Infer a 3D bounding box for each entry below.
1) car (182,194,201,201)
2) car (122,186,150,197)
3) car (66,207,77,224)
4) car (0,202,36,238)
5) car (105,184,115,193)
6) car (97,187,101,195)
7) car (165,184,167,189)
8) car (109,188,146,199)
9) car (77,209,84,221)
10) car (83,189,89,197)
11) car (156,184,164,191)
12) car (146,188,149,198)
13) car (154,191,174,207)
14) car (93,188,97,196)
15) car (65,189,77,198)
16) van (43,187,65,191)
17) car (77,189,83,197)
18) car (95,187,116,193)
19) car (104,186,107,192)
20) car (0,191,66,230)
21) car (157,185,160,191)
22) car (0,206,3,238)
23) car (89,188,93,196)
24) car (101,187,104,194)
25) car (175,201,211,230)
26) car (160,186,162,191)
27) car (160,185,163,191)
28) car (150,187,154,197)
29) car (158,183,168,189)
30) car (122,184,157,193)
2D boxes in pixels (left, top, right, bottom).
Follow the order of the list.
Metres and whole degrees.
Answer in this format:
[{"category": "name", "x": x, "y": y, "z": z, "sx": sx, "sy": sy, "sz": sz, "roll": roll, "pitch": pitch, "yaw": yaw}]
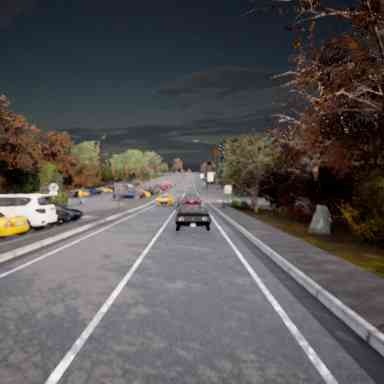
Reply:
[{"category": "car", "x": -0.026, "y": 0.988, "z": 37.076, "sx": 2.097, "sy": 1.767, "sz": 4.553, "roll": 0, "pitch": 1, "yaw": 0}, {"category": "car", "x": -10.271, "y": 0.242, "z": 58.751, "sx": 4.553, "sy": 1.767, "sz": 2.185, "roll": 0, "pitch": 1, "yaw": 0}, {"category": "car", "x": -10.129, "y": 1.372, "z": 20.601, "sx": 5.008, "sy": 1.535, "sz": 2.097, "roll": 0, "pitch": 0, "yaw": 0}, {"category": "car", "x": -10.330, "y": 1.395, "z": 15.050, "sx": 5.366, "sy": 1.575, "sz": 1.946, "roll": 0, "pitch": 0, "yaw": 0}, {"category": "car", "x": -23.008, "y": -0.484, "z": 86.492, "sx": 5.366, "sy": 1.575, "sz": 1.946, "roll": 0, "pitch": 3, "yaw": 0}, {"category": "car", "x": -23.252, "y": 0.062, "z": 72.561, "sx": 5.008, "sy": 1.535, "sz": 2.097, "roll": 0, "pitch": 2, "yaw": 0}, {"category": "car", "x": -10.082, "y": -0.762, "z": 92.175, "sx": 5.008, "sy": 1.535, "sz": 2.097, "roll": 0, "pitch": 3, "yaw": 0}, {"category": "car", "x": -10.236, "y": 0.465, "z": 53.184, "sx": 4.792, "sy": 1.488, "sz": 2.163, "roll": 0, "pitch": 1, "yaw": 0}, {"category": "car", "x": -10.084, "y": 1.389, "z": 23.378, "sx": 4.792, "sy": 1.488, "sz": 2.163, "roll": 0, "pitch": 0, "yaw": 0}, {"category": "car", "x": -23.480, "y": 0.269, "z": 64.322, "sx": 5.366, "sy": 1.575, "sz": 1.946, "roll": 0, "pitch": 1, "yaw": 0}, {"category": "car", "x": -10.157, "y": -0.482, "z": 83.823, "sx": 4.553, "sy": 1.767, "sz": 2.185, "roll": 0, "pitch": 3, "yaw": 0}, {"category": "car", "x": -10.282, "y": 0.432, "z": 55.968, "sx": 4.792, "sy": 1.488, "sz": 2.163, "roll": 0, "pitch": 1, "yaw": 0}, {"category": "car", "x": -3.452, "y": 1.038, "z": 43.266, "sx": 1.882, "sy": 1.535, "sz": 5.008, "roll": 0, "pitch": 1, "yaw": 0}, {"category": "car", "x": -23.241, "y": 0.175, "z": 69.772, "sx": 4.792, "sy": 1.488, "sz": 2.163, "roll": 0, "pitch": 1, "yaw": 0}, {"category": "car", "x": -23.324, "y": 0.406, "z": 58.619, "sx": 4.674, "sy": 1.452, "sz": 2.002, "roll": 0, "pitch": 1, "yaw": 0}, {"category": "van", "x": -23.219, "y": 0.208, "z": 53.157, "sx": 4.442, "sy": 1.987, "sz": 1.878, "roll": 1, "pitch": 1, "yaw": 0}, {"category": "car", "x": -23.336, "y": 0.353, "z": 61.530, "sx": 4.792, "sy": 1.488, "sz": 2.163, "roll": 0, "pitch": 1, "yaw": 0}, {"category": "car", "x": -23.187, "y": -0.615, "z": 89.279, "sx": 5.008, "sy": 1.535, "sz": 2.097, "roll": 0, "pitch": 3, "yaw": 0}, {"category": "car", "x": -23.225, "y": -0.133, "z": 78.266, "sx": 4.892, "sy": 1.521, "sz": 2.231, "roll": 0, "pitch": 2, "yaw": 0}, {"category": "car", "x": -10.162, "y": 1.134, "z": 17.824, "sx": 5.566, "sy": 2.045, "sz": 2.435, "roll": 0, "pitch": 0, "yaw": 0}, {"category": "car", "x": -10.133, "y": -0.155, "z": 75.467, "sx": 4.553, "sy": 1.767, "sz": 2.185, "roll": 0, "pitch": 2, "yaw": 0}, {"category": "car", "x": -10.161, "y": 1.412, "z": 12.273, "sx": 4.892, "sy": 1.521, "sz": 2.231, "roll": 0, "pitch": 0, "yaw": 0}, {"category": "car", "x": -23.468, "y": 0.209, "z": 67.117, "sx": 5.366, "sy": 1.575, "sz": 1.946, "roll": 0, "pitch": 1, "yaw": 0}, {"category": "car", "x": -23.239, "y": -0.029, "z": 75.350, "sx": 5.008, "sy": 1.535, "sz": 2.097, "roll": 0, "pitch": 2, "yaw": 0}, {"category": "car", "x": 0.052, "y": 1.402, "z": 19.412, "sx": 1.895, "sy": 1.301, "sz": 4.718, "roll": 0, "pitch": 1, "yaw": 0}, {"category": "car", "x": -10.122, "y": -0.101, "z": 78.259, "sx": 4.792, "sy": 1.488, "sz": 2.163, "roll": 0, "pitch": 2, "yaw": 0}, {"category": "car", "x": -10.168, "y": -0.210, "z": 81.044, "sx": 4.792, "sy": 1.488, "sz": 2.163, "roll": 0, "pitch": 2, "yaw": 0}, {"category": "car", "x": -10.222, "y": 0.327, "z": 61.532, "sx": 5.008, "sy": 1.535, "sz": 2.097, "roll": 0, "pitch": 1, "yaw": 0}, {"category": "car", "x": -10.070, "y": -0.914, "z": 94.961, "sx": 5.008, "sy": 1.535, "sz": 2.097, "roll": 0, "pitch": 3, "yaw": 0}, {"category": "car", "x": -10.243, "y": 0.025, "z": 64.320, "sx": 5.566, "sy": 2.045, "sz": 2.435, "roll": 0, "pitch": 1, "yaw": 0}]
